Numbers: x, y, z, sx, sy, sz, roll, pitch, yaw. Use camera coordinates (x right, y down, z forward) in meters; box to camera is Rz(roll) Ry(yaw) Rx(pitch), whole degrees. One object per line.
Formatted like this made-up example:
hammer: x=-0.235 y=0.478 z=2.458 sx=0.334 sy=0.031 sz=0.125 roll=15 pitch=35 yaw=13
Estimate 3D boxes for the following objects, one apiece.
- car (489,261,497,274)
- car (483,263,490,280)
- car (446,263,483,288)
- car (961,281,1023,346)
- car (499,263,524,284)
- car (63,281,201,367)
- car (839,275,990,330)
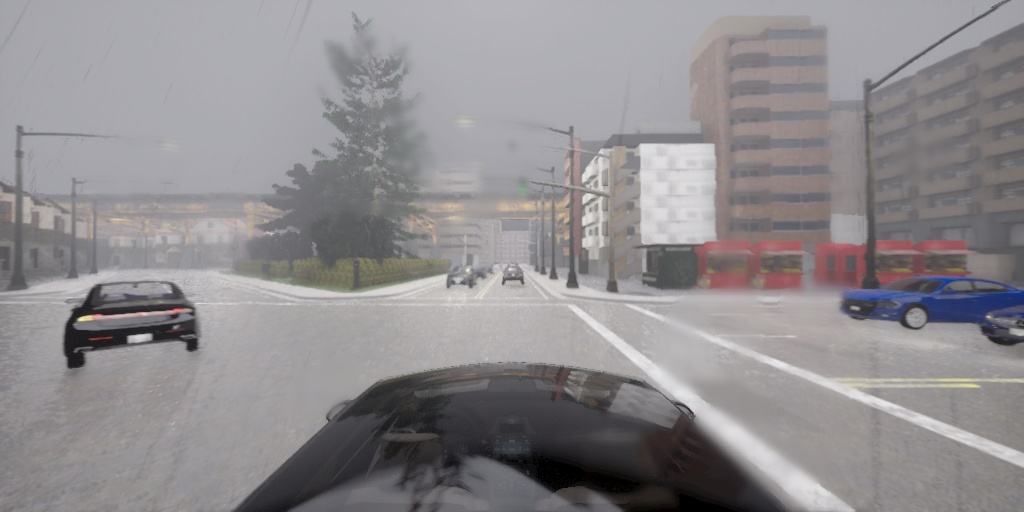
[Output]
car: x=-3.561 y=1.753 z=49.790 sx=1.837 sy=1.490 sz=4.892 roll=0 pitch=-1 yaw=1
car: x=-3.579 y=1.702 z=36.085 sx=1.895 sy=1.301 sz=4.718 roll=0 pitch=-1 yaw=0
car: x=-3.593 y=1.488 z=26.295 sx=2.128 sy=1.511 sz=4.902 roll=0 pitch=-1 yaw=0
car: x=13.065 y=1.374 z=7.628 sx=4.674 sy=1.442 sz=1.812 roll=0 pitch=-1 yaw=-1
car: x=0.086 y=1.579 z=30.774 sx=2.033 sy=1.411 sz=5.357 roll=0 pitch=-1 yaw=0
car: x=-8.565 y=1.313 z=8.172 sx=4.902 sy=1.511 sz=2.128 roll=-1 pitch=-1 yaw=42
car: x=13.127 y=1.361 z=11.147 sx=5.008 sy=1.535 sz=1.882 roll=0 pitch=-1 yaw=0
